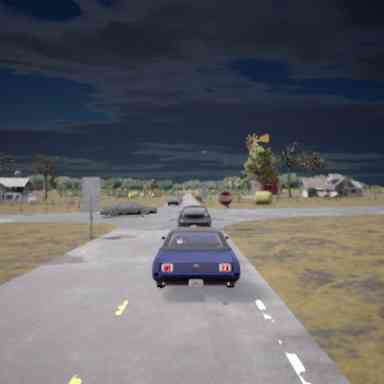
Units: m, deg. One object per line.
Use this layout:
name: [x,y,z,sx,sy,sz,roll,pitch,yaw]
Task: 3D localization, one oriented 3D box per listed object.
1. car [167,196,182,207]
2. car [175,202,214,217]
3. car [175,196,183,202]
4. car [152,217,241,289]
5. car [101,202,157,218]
car: [-3.061,1.737,55.255,1.895,1.301,4.718,0,0,-1]
car: [0.192,1.542,19.501,1.837,1.490,4.892,0,0,2]
car: [-3.220,1.797,82.988,1.994,1.385,4.181,0,0,0]
car: [0.088,1.617,9.181,1.895,1.301,4.718,0,0,0]
car: [-6.144,1.714,32.674,5.357,1.411,2.033,-2,0,0]
